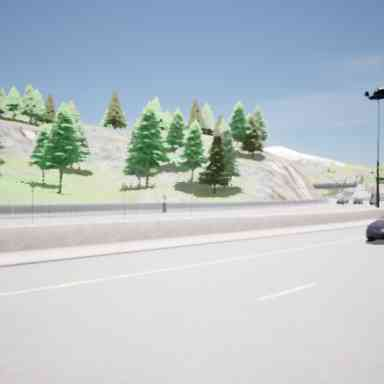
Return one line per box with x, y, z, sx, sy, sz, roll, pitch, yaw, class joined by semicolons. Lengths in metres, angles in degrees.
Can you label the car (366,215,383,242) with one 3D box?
10.378;1.752;16.531;4.181;1.385;1.994;1;0;-40;car
